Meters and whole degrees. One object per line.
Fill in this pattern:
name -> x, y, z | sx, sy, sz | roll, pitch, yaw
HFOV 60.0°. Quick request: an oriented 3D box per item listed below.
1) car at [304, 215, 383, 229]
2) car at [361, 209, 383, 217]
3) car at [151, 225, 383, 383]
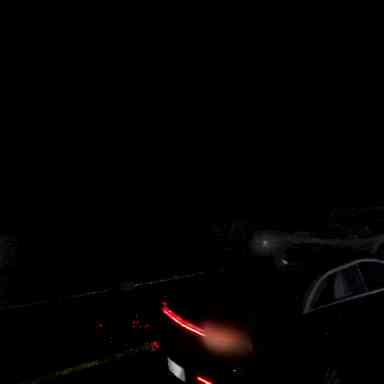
car -> 4.317, 1.601, 10.321 | 4.718, 1.301, 1.895 | 0, 0, -36
car -> 9.998, 1.567, 17.645 | 4.313, 1.339, 1.947 | 0, 0, -36
car -> 1.820, 1.491, 4.611 | 4.902, 1.511, 2.128 | 0, 0, -36
